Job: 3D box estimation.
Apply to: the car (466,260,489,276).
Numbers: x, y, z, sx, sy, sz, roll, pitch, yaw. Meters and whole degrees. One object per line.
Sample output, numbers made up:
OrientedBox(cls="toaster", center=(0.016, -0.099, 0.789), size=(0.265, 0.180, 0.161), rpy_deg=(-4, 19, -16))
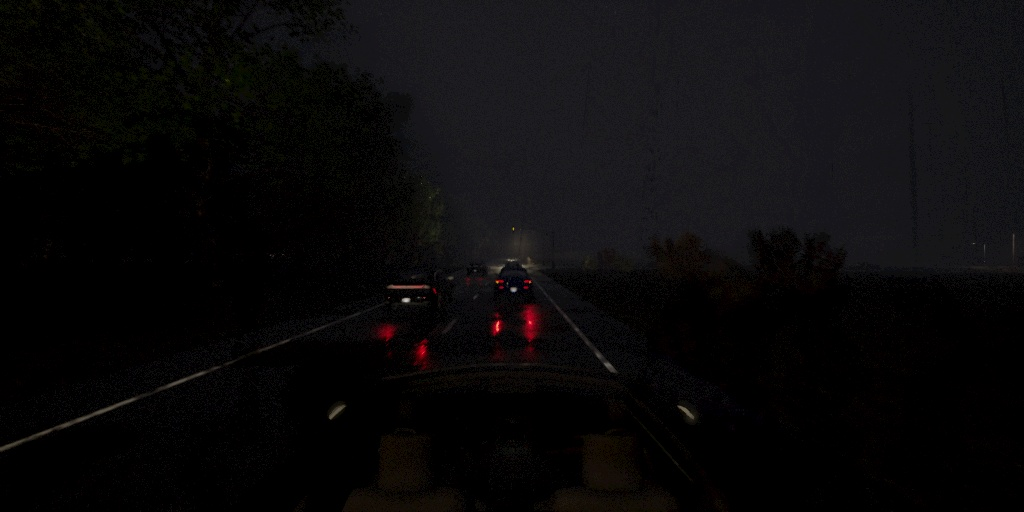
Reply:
OrientedBox(cls="car", center=(-3.420, 1.156, 35.749), size=(2.128, 1.511, 4.902), rpy_deg=(0, 0, 0))

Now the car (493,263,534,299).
OrientedBox(cls="car", center=(0.078, 1.239, 17.526), size=(1.812, 1.442, 4.674), rpy_deg=(0, 0, 0))

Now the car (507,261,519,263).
OrientedBox(cls="car", center=(0.080, 1.229, 35.948), size=(1.994, 1.385, 4.181), rpy_deg=(0, 0, 0))

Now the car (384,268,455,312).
OrientedBox(cls="car", center=(-3.432, 1.214, 14.076), size=(2.128, 1.511, 4.902), rpy_deg=(0, 0, 0))
